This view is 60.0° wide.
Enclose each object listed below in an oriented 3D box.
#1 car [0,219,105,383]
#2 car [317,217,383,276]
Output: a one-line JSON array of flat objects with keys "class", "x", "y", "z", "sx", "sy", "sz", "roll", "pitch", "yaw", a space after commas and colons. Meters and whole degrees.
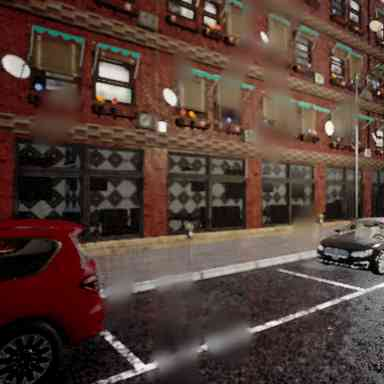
[{"class": "car", "x": -3.472, "y": 1.321, "z": 3.609, "sx": 5.009, "sy": 1.841, "sz": 2.192, "roll": 0, "pitch": 1, "yaw": -35}, {"class": "car", "x": 5.567, "y": 1.482, "z": 10.051, "sx": 4.403, "sy": 1.369, "sz": 2.008, "roll": 0, "pitch": 1, "yaw": -35}]
